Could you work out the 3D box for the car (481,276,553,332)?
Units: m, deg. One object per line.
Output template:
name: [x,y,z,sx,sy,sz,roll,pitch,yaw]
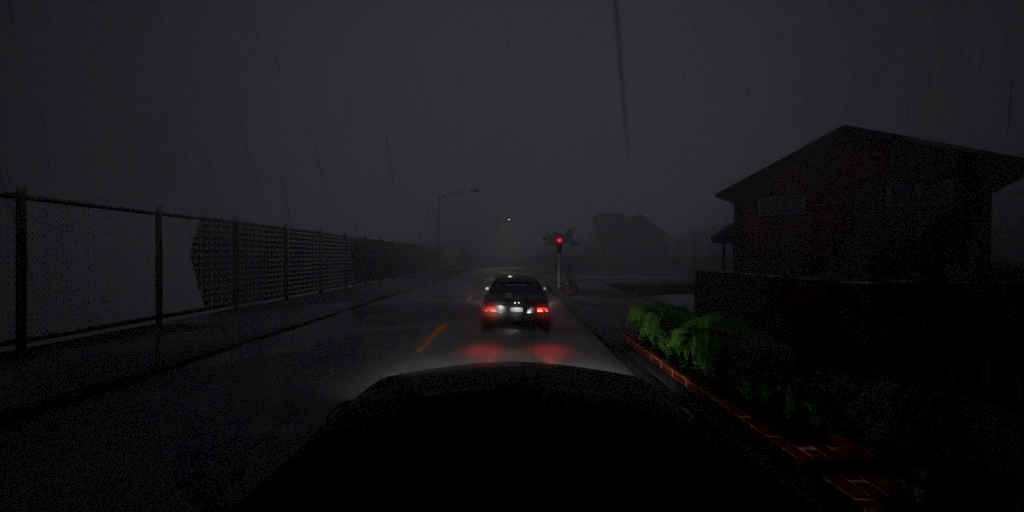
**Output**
car: [0.118,1.297,10.852,2.033,1.411,5.357,0,0,0]
